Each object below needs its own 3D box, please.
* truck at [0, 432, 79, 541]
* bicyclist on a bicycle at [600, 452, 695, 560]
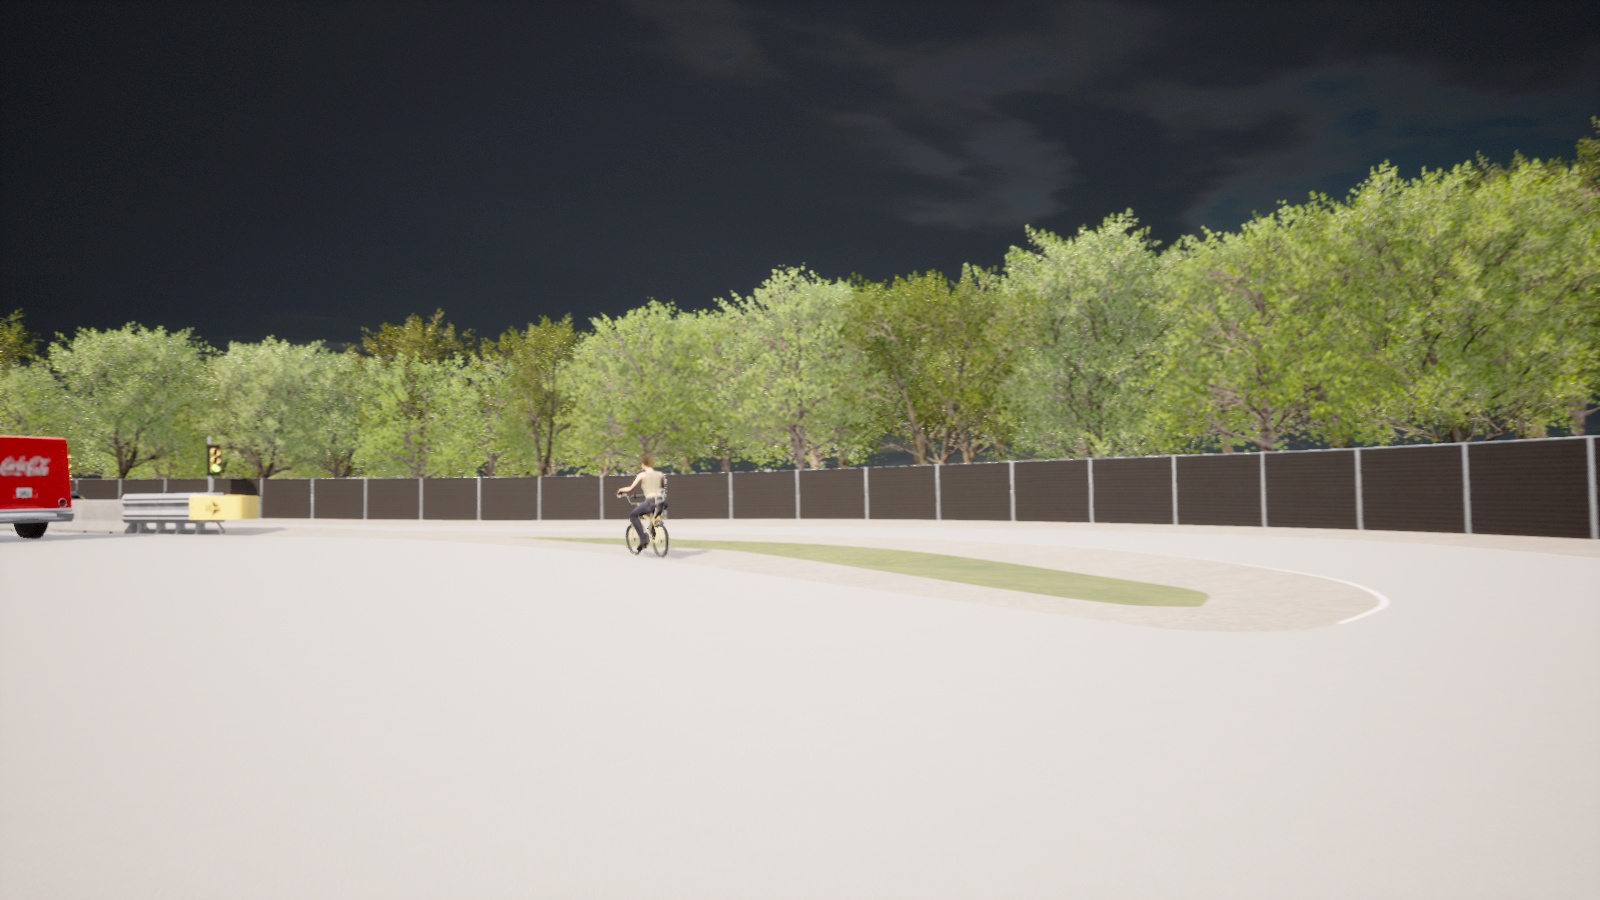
[{"bbox_3d":[-20.261,0.888,30.061,5.204,2.467,2.627,-1,-2,24],"label":"truck"},{"bbox_3d":[-2.433,0.871,19.893,0.866,1.612,1.509,-2,0,-33],"label":"bicyclist on a bicycle"}]
